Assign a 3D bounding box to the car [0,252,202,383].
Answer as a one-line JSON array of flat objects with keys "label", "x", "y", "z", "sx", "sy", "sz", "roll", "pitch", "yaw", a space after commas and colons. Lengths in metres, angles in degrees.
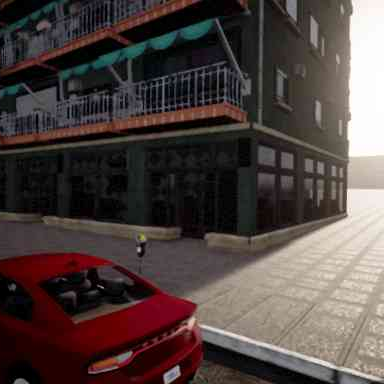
[{"label": "car", "x": -1.995, "y": 1.471, "z": 4.300, "sx": 4.507, "sy": 1.381, "sz": 1.887, "roll": 1, "pitch": 1, "yaw": 35}]
